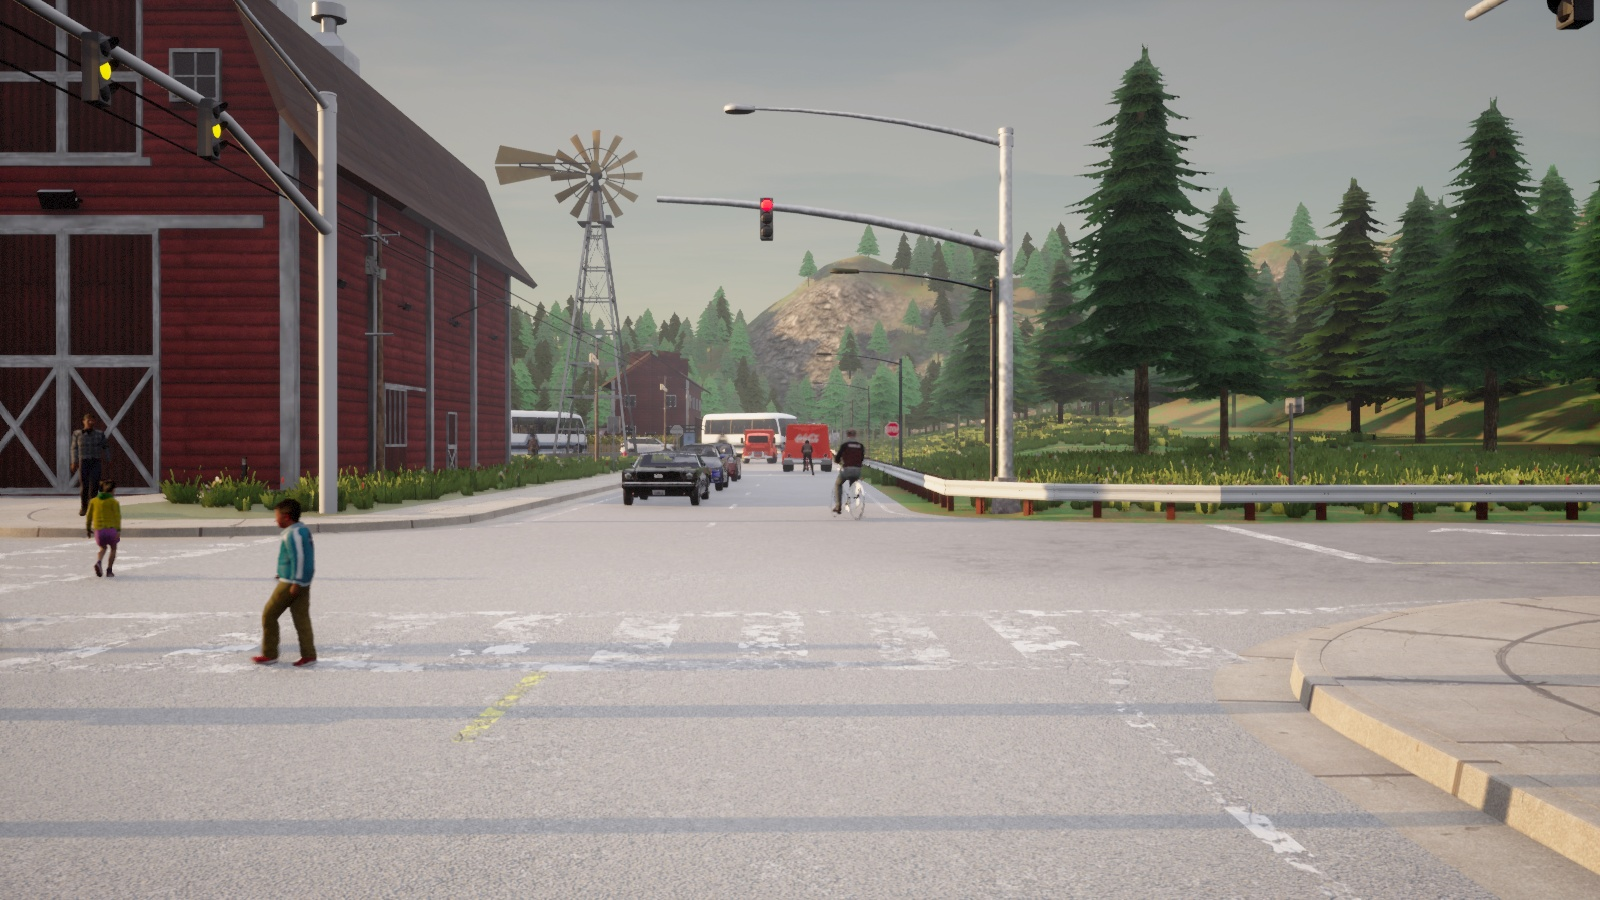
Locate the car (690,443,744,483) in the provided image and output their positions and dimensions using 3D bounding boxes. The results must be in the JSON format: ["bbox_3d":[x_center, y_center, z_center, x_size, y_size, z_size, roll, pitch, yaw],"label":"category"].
[{"bbox_3d":[-3.213,0.479,49.318,1.845,1.501,3.633,0,0,0],"label":"car"}]

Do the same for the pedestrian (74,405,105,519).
[{"bbox_3d":[-12.441,0.208,21.989,0.423,1.949,0.788,0,0,-34],"label":"pedestrian"}]

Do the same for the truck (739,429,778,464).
[{"bbox_3d":[-2.972,-0.259,91.542,2.627,2.467,5.204,0,0,0],"label":"truck"}]

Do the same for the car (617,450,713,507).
[{"bbox_3d":[-3.310,0.665,31.709,1.895,1.301,4.718,0,0,0],"label":"car"}]

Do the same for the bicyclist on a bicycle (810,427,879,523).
[{"bbox_3d":[0.847,0.474,24.375,0.659,1.776,1.843,2,-1,-19],"label":"bicyclist on a bicycle"}]

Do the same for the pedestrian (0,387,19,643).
[{"bbox_3d":[-6.058,0.458,9.013,0.869,1.805,0.328,0,0,24],"label":"pedestrian"}]

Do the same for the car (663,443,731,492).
[{"bbox_3d":[-3.261,0.529,40.469,1.816,1.474,4.193,0,0,0],"label":"car"}]

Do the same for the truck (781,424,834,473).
[{"bbox_3d":[0.379,-0.107,65.420,2.627,2.467,5.204,0,0,0],"label":"truck"}]

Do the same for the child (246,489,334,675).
[{"bbox_3d":[-3.379,0.865,8.334,0.448,1.192,0.343,0,0,-3],"label":"child"}]

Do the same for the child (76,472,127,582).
[{"bbox_3d":[-7.541,0.819,13.570,0.299,1.160,0.473,0,0,-4],"label":"child"}]
